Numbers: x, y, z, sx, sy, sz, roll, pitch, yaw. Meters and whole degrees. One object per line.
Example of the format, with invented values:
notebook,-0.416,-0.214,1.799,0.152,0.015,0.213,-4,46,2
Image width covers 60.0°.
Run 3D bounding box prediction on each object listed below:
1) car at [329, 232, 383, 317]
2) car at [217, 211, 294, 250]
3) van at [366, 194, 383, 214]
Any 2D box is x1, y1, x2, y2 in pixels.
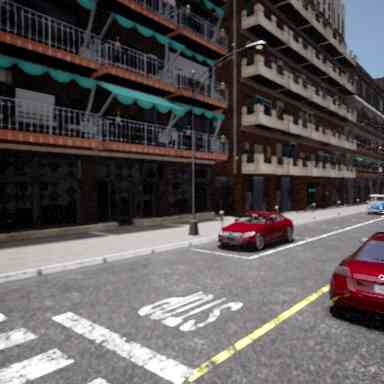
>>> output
car,4.374,1.512,6.779,1.994,1.385,4.181,1,1,41
car,2.749,1.455,13.596,1.802,1.307,4.206,0,0,41
van,17.271,1.103,30.572,1.690,1.788,3.998,0,0,41
